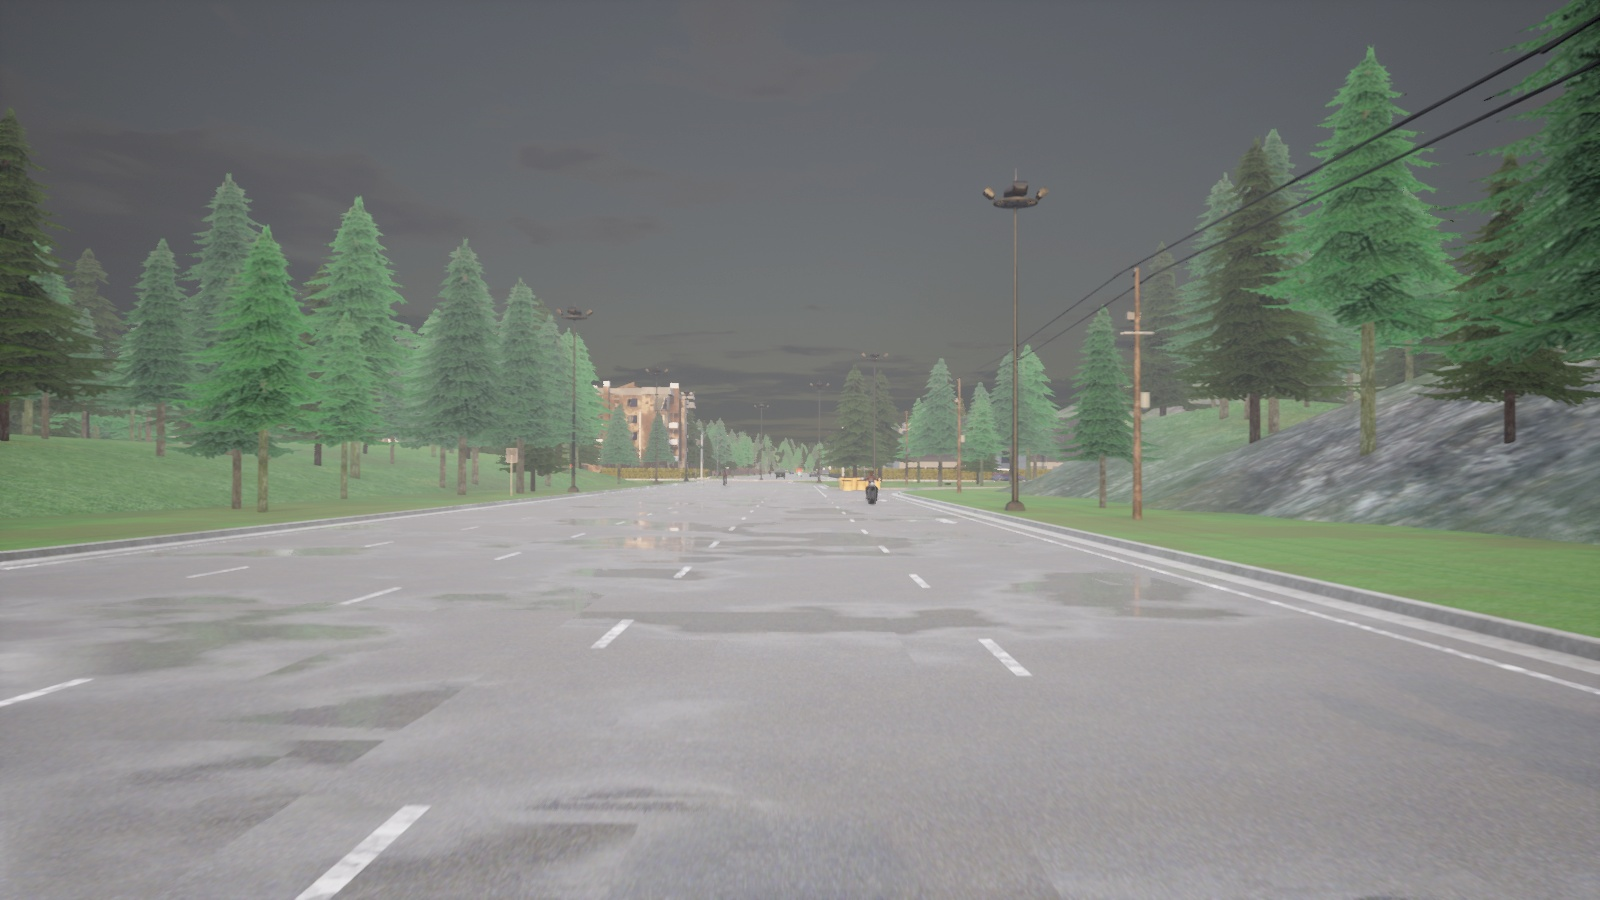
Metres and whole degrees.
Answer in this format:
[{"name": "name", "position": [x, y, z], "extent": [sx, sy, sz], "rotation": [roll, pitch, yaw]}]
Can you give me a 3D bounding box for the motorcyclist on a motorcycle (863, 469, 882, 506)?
[{"name": "motorcyclist on a motorcycle", "position": [3.377, 1.737, 58.819], "extent": [0.766, 1.649, 2.350], "rotation": [0, -1, 0]}]
